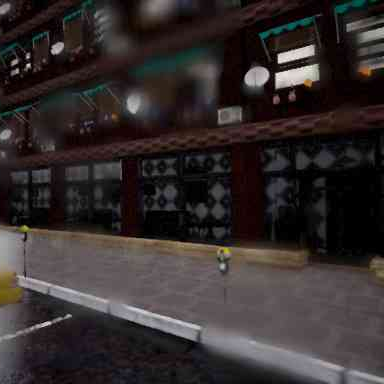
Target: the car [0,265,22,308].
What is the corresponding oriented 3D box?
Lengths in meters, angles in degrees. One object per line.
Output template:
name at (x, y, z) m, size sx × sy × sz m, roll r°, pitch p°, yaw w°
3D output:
car at (-5.288, 1.526, 6.660) m, size 4.829 × 1.417 × 1.752 m, roll 0°, pitch -1°, yaw 36°
